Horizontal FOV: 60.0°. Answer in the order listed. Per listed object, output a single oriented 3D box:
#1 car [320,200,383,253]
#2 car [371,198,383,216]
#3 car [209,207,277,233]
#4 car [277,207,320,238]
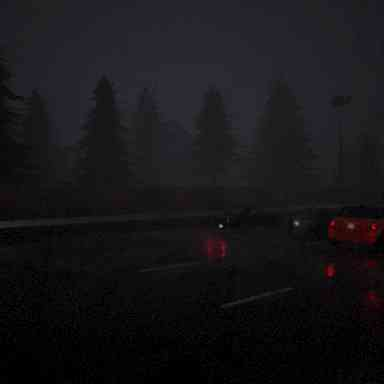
[{"bbox_3d":[7.562,1.265,13.439,4.553,1.767,2.097,0,0,-35],"label":"car"},{"bbox_3d":[18.193,1.278,29.618,5.008,1.535,1.882,0,0,-35],"label":"car"},{"bbox_3d":[3.353,1.515,19.035,4.718,1.301,1.895,0,0,-35],"label":"car"},{"bbox_3d":[6.661,1.469,17.095,4.181,1.385,1.994,0,0,-35],"label":"car"}]
